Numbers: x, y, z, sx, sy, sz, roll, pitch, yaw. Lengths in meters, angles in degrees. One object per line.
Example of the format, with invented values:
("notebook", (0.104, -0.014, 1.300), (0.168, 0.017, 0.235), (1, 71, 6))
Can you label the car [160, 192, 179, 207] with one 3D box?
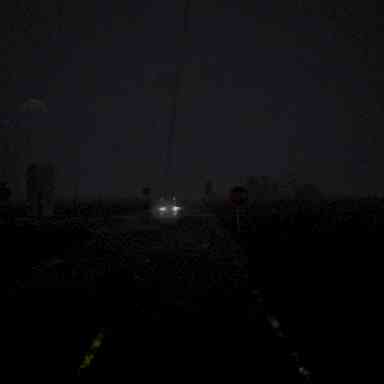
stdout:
("car", (-2.747, 0.853, 40.713), (2.097, 1.767, 4.553), (0, 0, 0))
